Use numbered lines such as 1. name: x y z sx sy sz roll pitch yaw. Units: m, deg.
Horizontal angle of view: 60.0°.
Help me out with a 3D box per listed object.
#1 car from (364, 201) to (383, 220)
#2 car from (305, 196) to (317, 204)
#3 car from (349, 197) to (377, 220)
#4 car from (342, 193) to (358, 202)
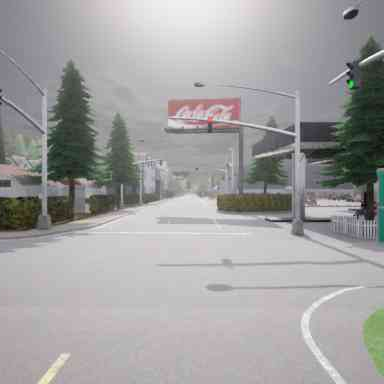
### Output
1. car: 18.703 1.681 30.615 4.611 1.667 2.242 0 0 0
2. car: 22.521 1.573 64.011 1.970 1.475 3.806 0 0 0
3. car: 14.375 1.512 24.947 3.866 1.878 1.905 0 0 0
4. car: 34.927 1.512 71.798 2.007 1.523 4.514 0 0 0
